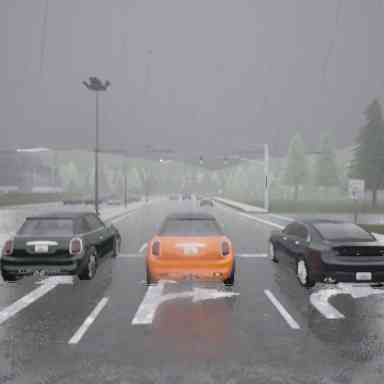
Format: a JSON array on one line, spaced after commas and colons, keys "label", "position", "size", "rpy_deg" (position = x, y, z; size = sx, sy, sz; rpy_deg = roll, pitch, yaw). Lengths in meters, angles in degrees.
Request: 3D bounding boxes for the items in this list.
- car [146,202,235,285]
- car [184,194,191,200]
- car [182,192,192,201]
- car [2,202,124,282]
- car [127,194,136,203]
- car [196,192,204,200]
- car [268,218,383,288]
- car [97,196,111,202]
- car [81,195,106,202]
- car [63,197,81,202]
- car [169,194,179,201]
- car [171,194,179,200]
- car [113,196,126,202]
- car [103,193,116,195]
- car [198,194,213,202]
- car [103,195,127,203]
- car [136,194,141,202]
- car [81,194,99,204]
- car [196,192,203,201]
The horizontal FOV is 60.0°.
[{"label": "car", "position": [-0.053, 1.342, 9.628], "size": [2.097, 1.767, 4.553], "rpy_deg": [0, 0, -1]}, {"label": "car", "position": [-1.248, 1.303, 93.269], "size": [1.882, 1.535, 5.008], "rpy_deg": [0, 0, 0]}, {"label": "car", "position": [-1.245, 1.132, 82.906], "size": [2.150, 2.045, 5.566], "rpy_deg": [0, 0, 0]}, {"label": "car", "position": [-3.558, 1.342, 9.930], "size": [2.097, 1.767, 4.553], "rpy_deg": [0, 0, -1]}, {"label": "car", "position": [-12.754, 1.496, 64.271], "size": [1.994, 1.385, 4.181], "rpy_deg": [0, 0, 0]}, {"label": "car", "position": [2.252, 1.048, 93.292], "size": [2.150, 2.045, 5.566], "rpy_deg": [0, 0, 0]}, {"label": "car", "position": [3.457, 1.492, 9.166], "size": [1.837, 1.490, 4.892], "rpy_deg": [0, -1, -1]}, {"label": "car", "position": [-19.749, 1.516, 74.627], "size": [1.895, 1.301, 4.718], "rpy_deg": [0, 0, 0]}, {"label": "car", "position": [-16.322, 1.543, 55.253], "size": [1.895, 1.301, 4.718], "rpy_deg": [0, 0, 1]}, {"label": "car", "position": [-19.812, 1.543, 55.467], "size": [1.895, 1.301, 4.718], "rpy_deg": [0, 0, 1]}, {"label": "car", "position": [-4.744, 1.406, 83.173], "size": [1.837, 1.490, 4.892], "rpy_deg": [0, 0, 0]}, {"label": "car", "position": [-4.748, 1.376, 93.239], "size": [1.994, 1.385, 4.181], "rpy_deg": [0, 0, 0]}, {"label": "car", "position": [-16.249, 1.515, 75.012], "size": [1.895, 1.301, 4.718], "rpy_deg": [0, 0, 0]}, {"label": "car", "position": [-16.254, 1.152, 64.916], "size": [2.150, 2.045, 5.566], "rpy_deg": [0, 0, 0]}, {"label": "car", "position": [2.239, 1.469, 51.861], "size": [1.812, 1.442, 4.674], "rpy_deg": [0, 0, 0]}, {"label": "car", "position": [-12.821, 1.542, 55.626], "size": [1.895, 1.301, 4.718], "rpy_deg": [0, 0, 1]}, {"label": "car", "position": [-12.749, 1.276, 74.289], "size": [2.097, 1.767, 4.553], "rpy_deg": [0, 0, 0]}, {"label": "car", "position": [-19.754, 1.284, 64.338], "size": [2.097, 1.767, 4.553], "rpy_deg": [0, 0, 0]}, {"label": "car", "position": [2.256, 1.430, 83.239], "size": [1.812, 1.442, 4.674], "rpy_deg": [0, 0, 0]}]
